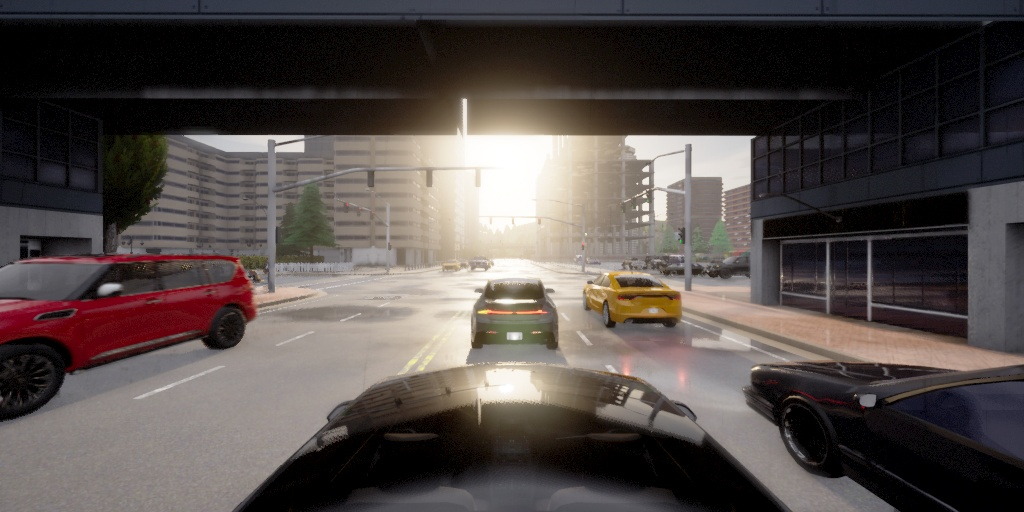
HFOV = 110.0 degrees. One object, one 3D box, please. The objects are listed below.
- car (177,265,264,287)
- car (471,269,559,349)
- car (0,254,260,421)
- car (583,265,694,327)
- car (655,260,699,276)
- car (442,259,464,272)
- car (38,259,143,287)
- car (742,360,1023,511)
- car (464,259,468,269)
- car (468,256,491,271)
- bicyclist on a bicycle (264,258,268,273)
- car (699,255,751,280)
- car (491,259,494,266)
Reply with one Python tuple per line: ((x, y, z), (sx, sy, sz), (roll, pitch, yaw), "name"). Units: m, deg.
((-19.359, 1.314, 23.959), (4.181, 1.385, 1.994), (0, 0, 0), "car")
((0.066, 1.255, 9.143), (1.837, 1.490, 4.892), (0, 0, 0), "car")
((-7.100, 0.971, 6.176), (2.150, 2.045, 5.566), (0, 0, 0), "car")
((3.578, 1.228, 11.513), (1.882, 1.535, 5.008), (0, 0, 0), "car")
((16.892, 1.351, 34.914), (4.718, 1.301, 1.895), (0, 0, 0), "car")
((-7.990, 1.228, 47.676), (1.882, 1.535, 5.008), (0, 0, 0), "car")
((-27.983, 1.102, 23.919), (4.553, 1.767, 2.097), (0, 0, 0), "car")
((3.600, 1.297, 1.687), (2.033, 1.411, 5.357), (0, 0, 0), "car")
((-8.041, 1.228, 57.249), (1.882, 1.535, 5.008), (0, 0, 0), "car")
((-4.506, 0.971, 50.558), (2.150, 2.045, 5.566), (0, 0, 0), "car")
((-25.995, 1.051, 38.409), (0.582, 1.620, 1.656), (0, 0, 0), "bicyclist on a bicycle")
((19.904, 0.971, 31.375), (5.566, 2.045, 2.150), (0, 0, 1), "car")
((-4.550, 1.241, 60.299), (2.128, 1.511, 4.902), (0, 0, 0), "car")
